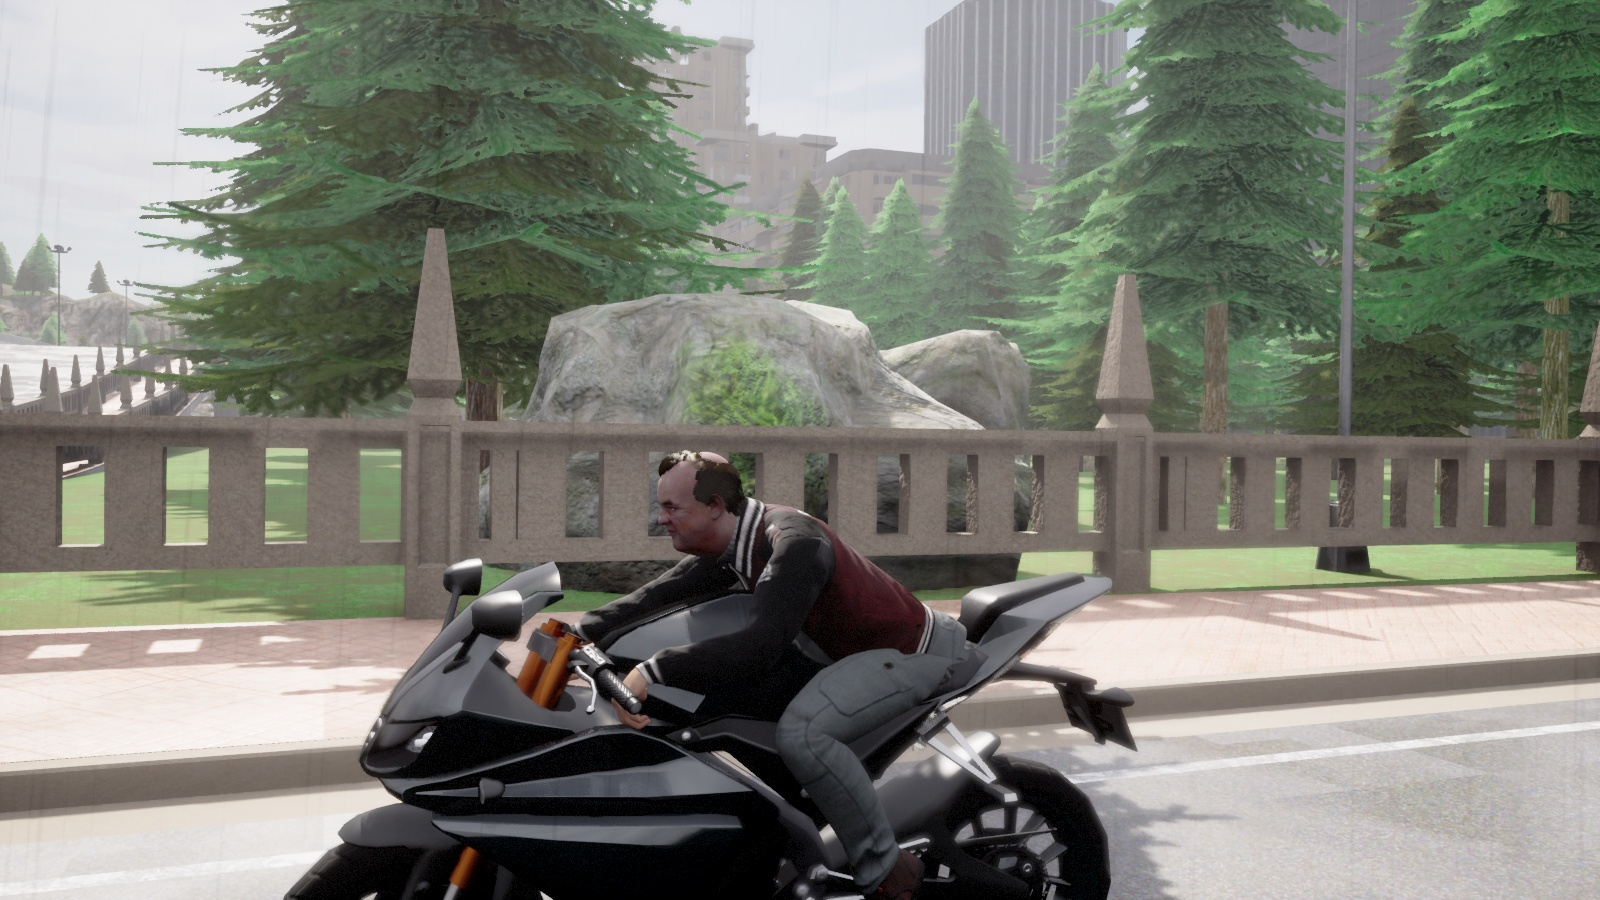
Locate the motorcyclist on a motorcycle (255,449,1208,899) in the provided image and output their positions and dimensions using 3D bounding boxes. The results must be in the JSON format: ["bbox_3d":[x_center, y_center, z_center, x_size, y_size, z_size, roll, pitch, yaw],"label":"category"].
[{"bbox_3d":[-0.153,0.783,3.181,2.191,1.530,0.866,-1,1,-21],"label":"motorcyclist on a motorcycle"}]
